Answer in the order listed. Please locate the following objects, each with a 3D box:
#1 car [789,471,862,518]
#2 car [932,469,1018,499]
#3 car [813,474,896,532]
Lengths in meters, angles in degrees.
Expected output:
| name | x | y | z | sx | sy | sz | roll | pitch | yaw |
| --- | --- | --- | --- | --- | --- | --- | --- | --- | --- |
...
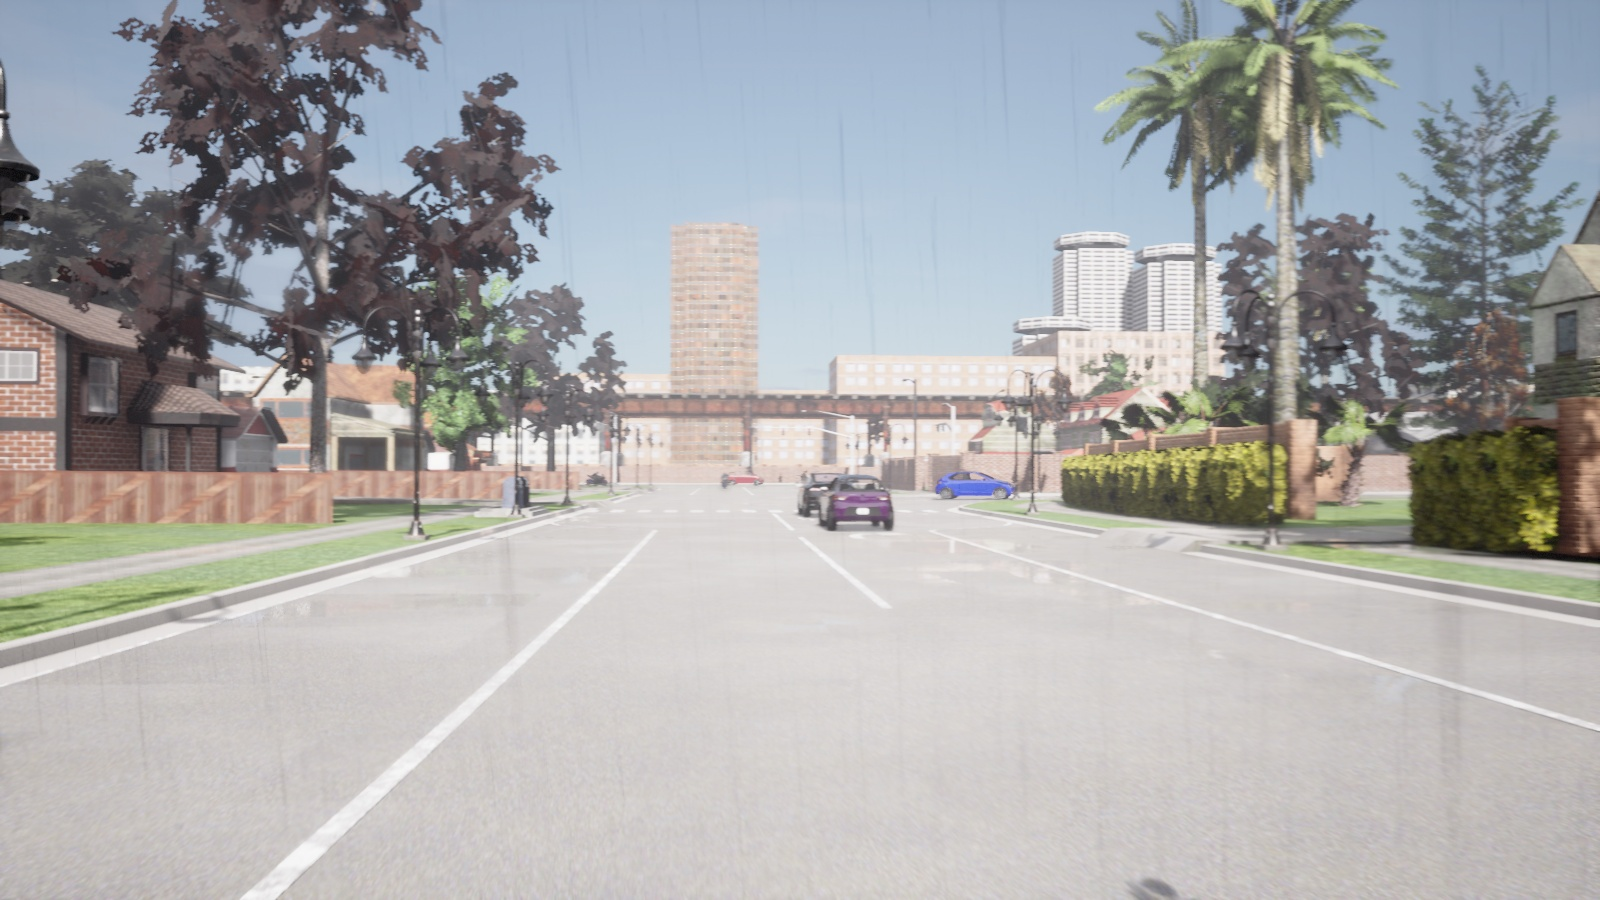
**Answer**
| name | x | y | z | sx | sy | sz | roll | pitch | yaw |
| --- | --- | --- | --- | --- | --- | --- | --- | --- | --- |
| car | 0.825 | 1.498 | 43.640 | 2.128 | 1.511 | 4.902 | 0 | -1 | -4 |
| car | 9.030 | 1.761 | 64.722 | 4.193 | 1.474 | 1.816 | -1 | -1 | 16 |
| car | 1.414 | 1.395 | 34.270 | 1.816 | 1.474 | 4.193 | 0 | -1 | -4 |
